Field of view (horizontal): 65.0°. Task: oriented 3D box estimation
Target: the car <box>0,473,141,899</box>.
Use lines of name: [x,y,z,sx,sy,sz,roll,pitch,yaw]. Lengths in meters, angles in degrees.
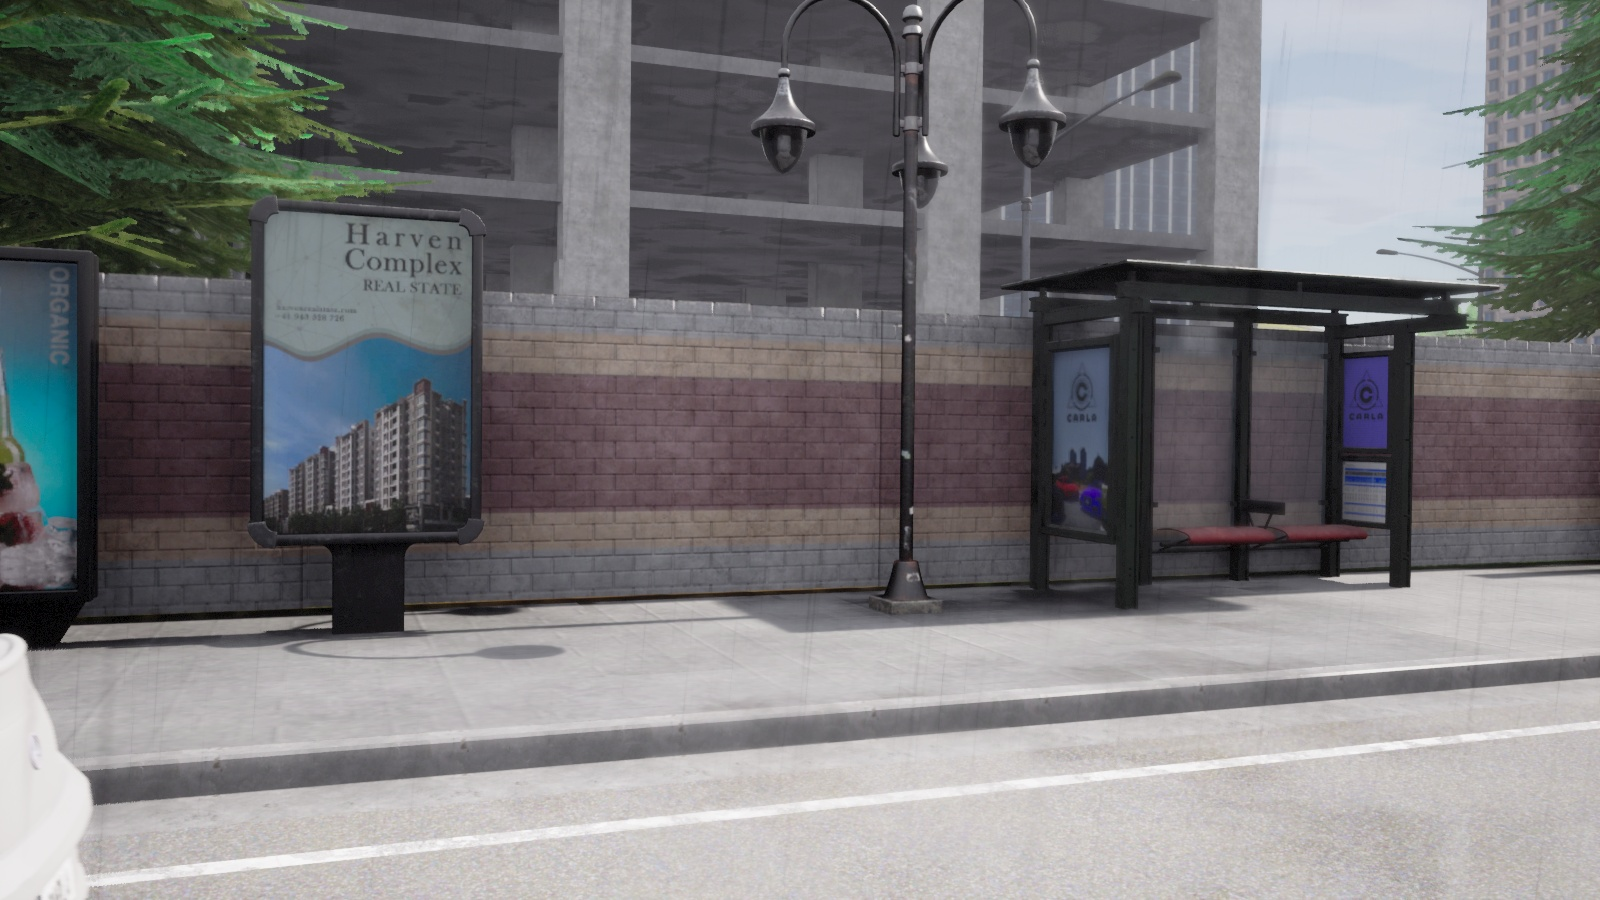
car: [-3.712,0.834,1.829,4.674,1.442,1.812,-1,1,-21]
